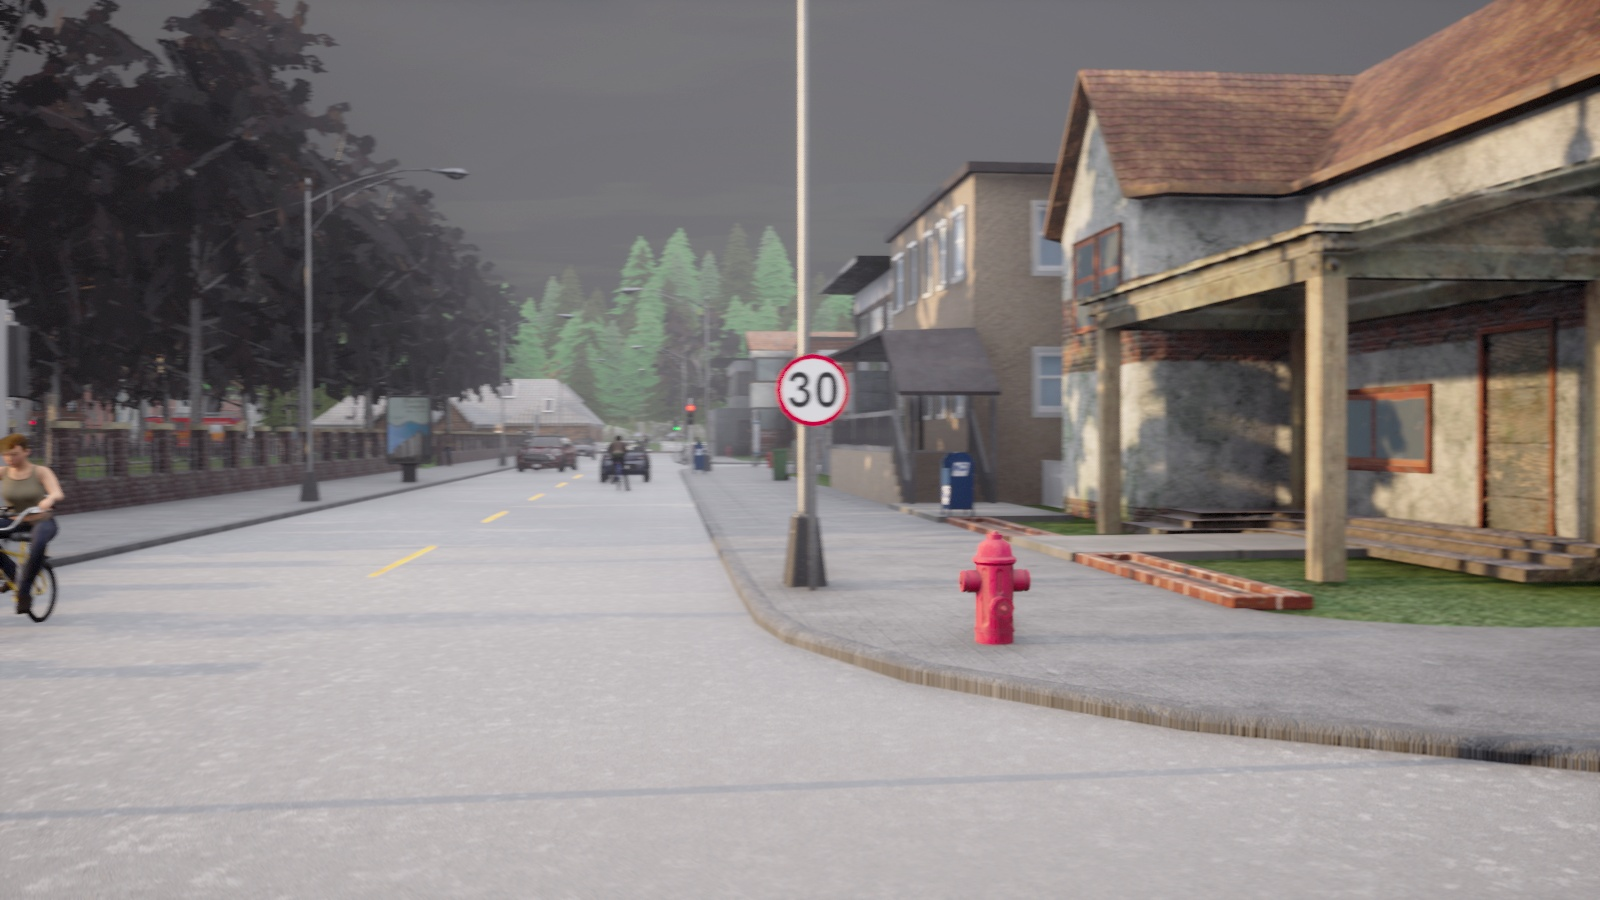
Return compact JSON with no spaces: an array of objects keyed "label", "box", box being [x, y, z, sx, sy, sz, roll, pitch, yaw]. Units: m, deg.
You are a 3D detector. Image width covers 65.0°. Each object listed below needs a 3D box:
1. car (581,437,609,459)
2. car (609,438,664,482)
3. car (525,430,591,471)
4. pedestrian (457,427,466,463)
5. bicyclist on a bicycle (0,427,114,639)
[{"label":"car","box":[-13.919,-0.170,85.552,1.816,1.474,4.193,0,1,-8]},{"label":"car","box":[-5.809,0.318,44.986,1.816,1.474,4.193,0,1,-5]},{"label":"car","box":[-11.011,-0.001,57.462,2.097,1.767,4.553,0,1,1]},{"label":"pedestrian","box":[-16.968,-0.240,62.914,0.328,1.805,0.869,0,1,-6]},{"label":"bicyclist on a bicycle","box":[-6.390,0.621,10.255,0.866,1.612,1.509,0,1,-6]}]
